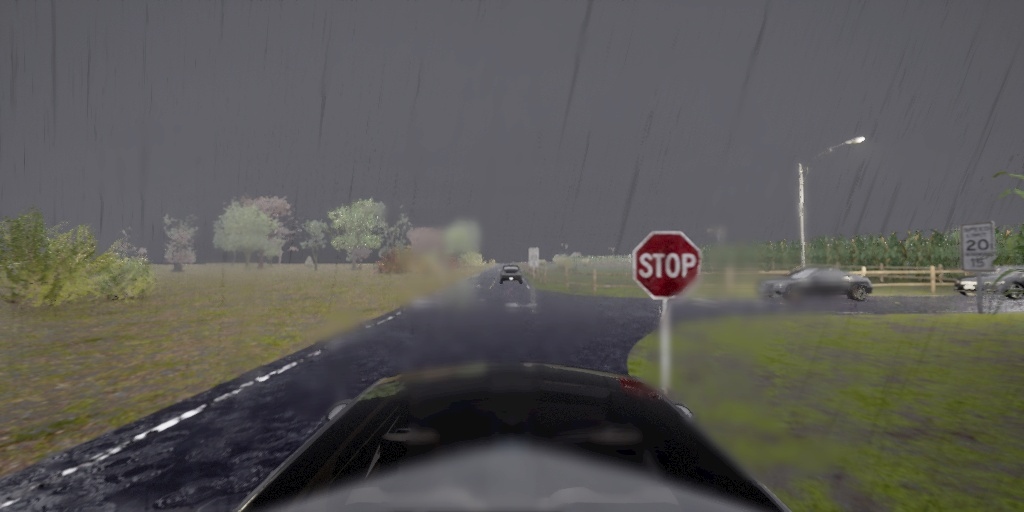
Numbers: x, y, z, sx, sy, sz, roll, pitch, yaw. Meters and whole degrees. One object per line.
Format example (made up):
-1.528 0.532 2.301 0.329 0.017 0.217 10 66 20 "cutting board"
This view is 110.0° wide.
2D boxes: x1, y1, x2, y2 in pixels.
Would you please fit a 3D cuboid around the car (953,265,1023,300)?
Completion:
23.701 1.179 16.732 4.902 1.511 2.128 -1 -1 -1 "car"

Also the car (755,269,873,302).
13.876 1.307 16.565 4.674 1.442 1.812 0 -1 -1 "car"

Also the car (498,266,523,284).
-0.101 1.576 31.222 1.837 1.490 4.892 0 -1 -1 "car"
